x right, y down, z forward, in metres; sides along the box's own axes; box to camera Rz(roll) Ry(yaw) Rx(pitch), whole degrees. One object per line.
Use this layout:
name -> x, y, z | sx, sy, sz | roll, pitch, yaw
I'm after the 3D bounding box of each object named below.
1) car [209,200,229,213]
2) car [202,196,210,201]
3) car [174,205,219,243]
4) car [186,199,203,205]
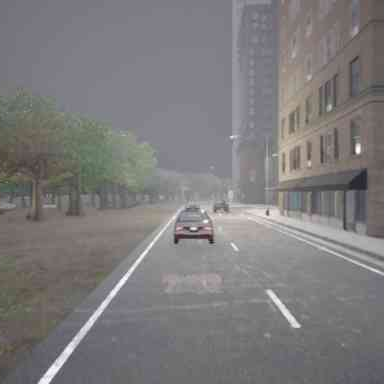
car -> 3.613, 1.816, 42.451 | 1.837, 1.490, 4.892 | 0, -1, 0
car -> 3.576, 1.995, 85.941 | 2.150, 2.045, 5.566 | 0, -1, 1
car -> 0.094, 1.582, 16.331 | 2.033, 1.411, 5.357 | 0, 0, 1
car -> 0.104, 1.915, 42.616 | 1.895, 1.301, 4.718 | 0, -1, 0
